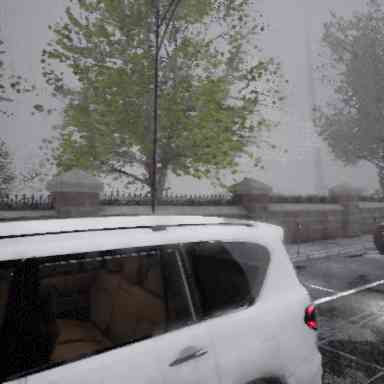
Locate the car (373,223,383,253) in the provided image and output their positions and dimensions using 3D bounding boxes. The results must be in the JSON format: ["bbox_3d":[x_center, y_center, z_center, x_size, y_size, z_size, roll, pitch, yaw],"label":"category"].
[{"bbox_3d":[9.311,1.483,13.310,5.009,1.841,2.192,1,0,-36],"label":"car"}]

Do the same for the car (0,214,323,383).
[{"bbox_3d":[-1.445,1.236,2.293,5.566,2.045,2.150,1,-1,-35],"label":"car"}]
